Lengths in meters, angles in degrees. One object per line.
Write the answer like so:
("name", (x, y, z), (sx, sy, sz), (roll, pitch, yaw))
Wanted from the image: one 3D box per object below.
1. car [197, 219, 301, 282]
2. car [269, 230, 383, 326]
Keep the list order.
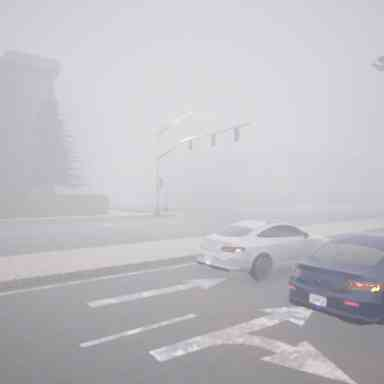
("car", (2.270, 1.528, 9.792), (4.674, 1.442, 1.812), (0, 0, -36))
("car", (3.835, 1.527, 6.594), (4.674, 1.442, 1.812), (0, 0, -36))
